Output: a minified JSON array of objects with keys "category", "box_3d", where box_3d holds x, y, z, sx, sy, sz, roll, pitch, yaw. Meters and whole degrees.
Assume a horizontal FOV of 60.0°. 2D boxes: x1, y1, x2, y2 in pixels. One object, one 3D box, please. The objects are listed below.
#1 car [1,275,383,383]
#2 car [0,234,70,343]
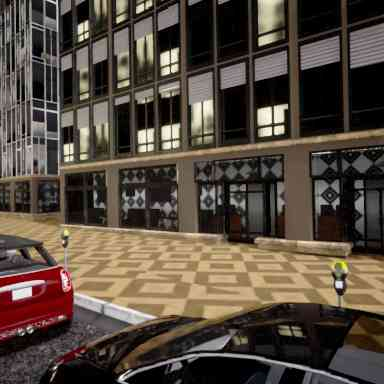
[{"category":"car","box_3d":[0.663,1.566,2.439,4.313,1.339,1.947,0,-1,36]},{"category":"car","box_3d":[-3.911,1.441,5.819,4.097,1.590,1.967,0,-1,37]}]
